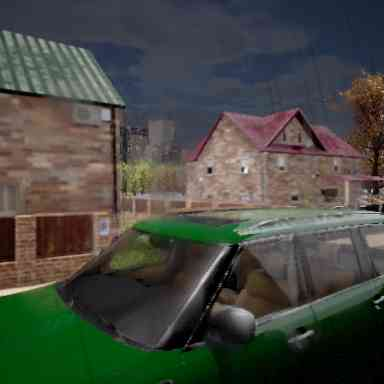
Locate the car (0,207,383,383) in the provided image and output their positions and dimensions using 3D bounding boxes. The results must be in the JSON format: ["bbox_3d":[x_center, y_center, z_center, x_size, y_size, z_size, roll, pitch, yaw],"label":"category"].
[{"bbox_3d":[0.259,1.224,3.254,5.566,2.045,2.150,0,0,-35],"label":"car"}]
